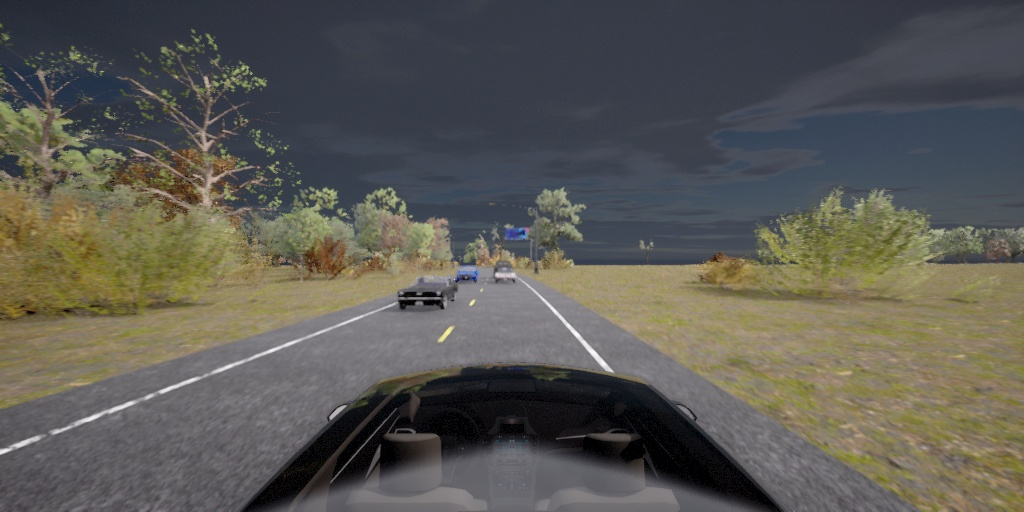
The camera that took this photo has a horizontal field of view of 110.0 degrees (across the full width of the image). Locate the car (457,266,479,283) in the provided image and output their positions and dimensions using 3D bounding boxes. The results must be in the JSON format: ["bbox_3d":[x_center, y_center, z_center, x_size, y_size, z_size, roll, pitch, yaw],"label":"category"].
[{"bbox_3d":[-4.168,1.678,34.156,1.882,1.535,5.008,0,-1,-3],"label":"car"}]

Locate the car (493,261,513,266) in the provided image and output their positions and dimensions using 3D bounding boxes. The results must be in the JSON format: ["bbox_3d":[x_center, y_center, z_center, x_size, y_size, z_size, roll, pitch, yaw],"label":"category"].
[{"bbox_3d":[-1.068,1.552,42.028,2.150,2.045,5.566,0,-1,-3],"label":"car"}]

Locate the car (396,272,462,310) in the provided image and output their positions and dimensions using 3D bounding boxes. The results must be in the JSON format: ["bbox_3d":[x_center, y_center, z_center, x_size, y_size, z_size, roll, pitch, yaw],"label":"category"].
[{"bbox_3d":[-3.597,1.559,15.986,1.895,1.301,4.718,0,-1,-1],"label":"car"}]

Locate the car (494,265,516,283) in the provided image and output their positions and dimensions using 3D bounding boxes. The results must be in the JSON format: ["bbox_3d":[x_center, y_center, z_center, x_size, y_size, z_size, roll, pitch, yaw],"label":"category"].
[{"bbox_3d":[-0.615,1.796,33.439,1.895,1.301,4.718,0,-1,-1],"label":"car"}]
